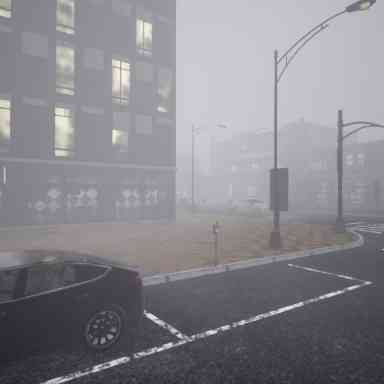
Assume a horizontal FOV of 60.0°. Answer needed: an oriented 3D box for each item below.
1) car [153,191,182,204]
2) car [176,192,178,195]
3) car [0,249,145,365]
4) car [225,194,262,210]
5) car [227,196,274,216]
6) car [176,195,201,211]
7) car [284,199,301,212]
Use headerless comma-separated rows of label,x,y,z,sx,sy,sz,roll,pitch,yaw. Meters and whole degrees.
car,-3.949,0.793,52.065,2.192,1.841,5.009,1,0,-36
car,-0.665,1.101,47.601,2.008,1.369,4.403,1,0,-36
car,-2.738,1.566,4.601,4.313,1.339,1.947,0,0,-36
car,5.917,1.130,38.672,1.967,1.590,4.097,1,0,-36
car,5.363,1.272,29.650,1.812,1.442,4.674,0,0,-37
car,-0.832,1.231,33.700,1.802,1.307,4.206,1,0,-36
car,9.205,1.340,34.206,1.802,1.307,4.206,1,0,-36
